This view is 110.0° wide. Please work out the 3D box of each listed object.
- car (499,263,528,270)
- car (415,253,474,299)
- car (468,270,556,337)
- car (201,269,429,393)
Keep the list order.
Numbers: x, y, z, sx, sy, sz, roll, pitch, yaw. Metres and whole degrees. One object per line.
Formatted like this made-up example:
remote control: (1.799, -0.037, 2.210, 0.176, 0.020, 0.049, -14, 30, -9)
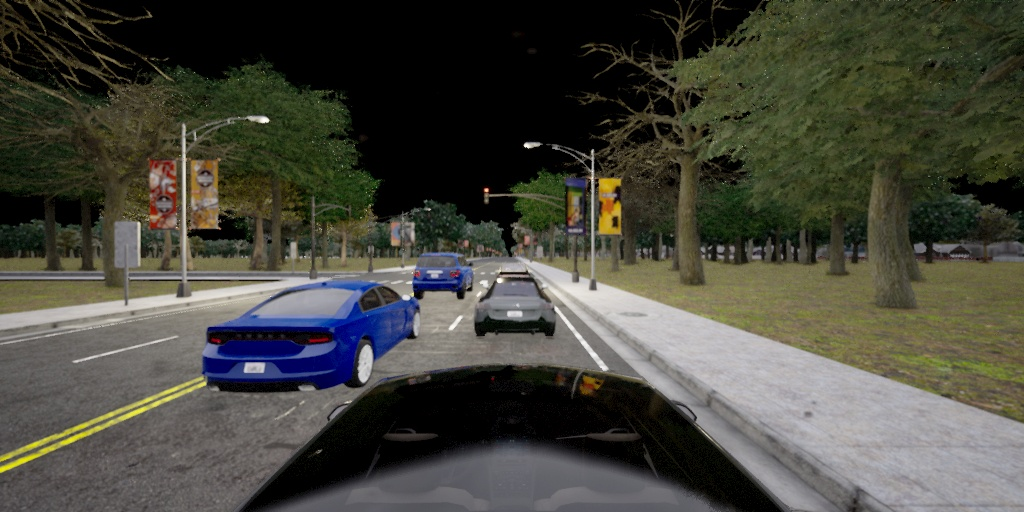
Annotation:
car: (0.088, 1.137, 19.075, 2.128, 1.511, 4.902, 0, 0, 0)
car: (-3.161, 0.878, 17.330, 2.150, 2.045, 5.566, 0, 0, 0)
car: (0.090, 1.263, 10.079, 1.994, 1.385, 4.181, 0, 0, 1)
car: (-3.152, 1.196, 6.845, 1.882, 1.535, 5.008, 0, 0, 0)
